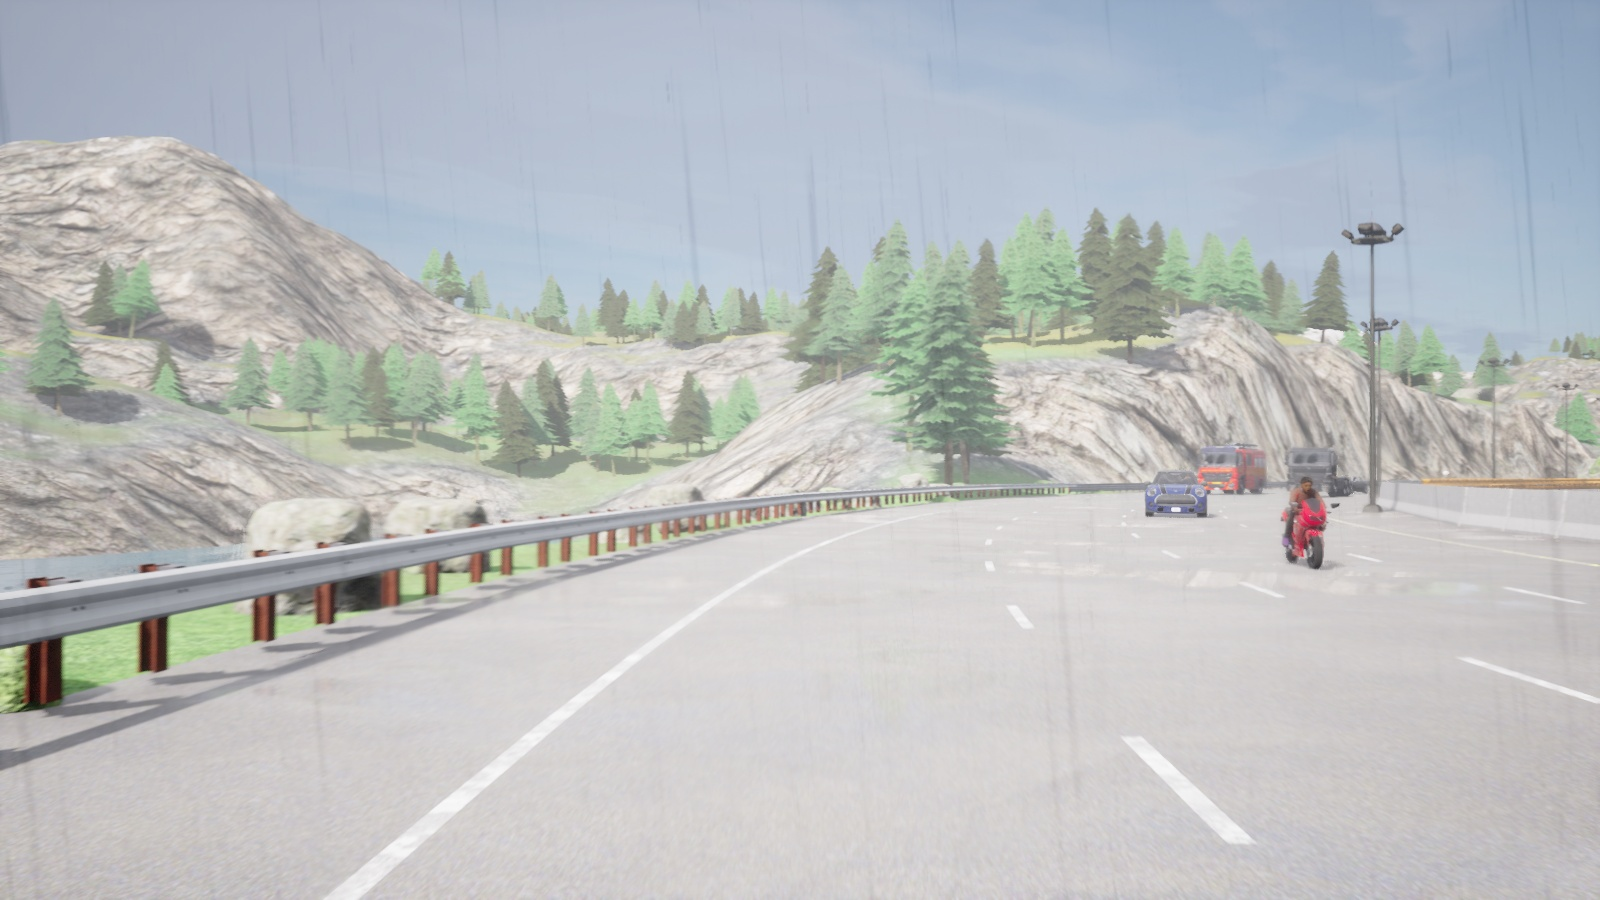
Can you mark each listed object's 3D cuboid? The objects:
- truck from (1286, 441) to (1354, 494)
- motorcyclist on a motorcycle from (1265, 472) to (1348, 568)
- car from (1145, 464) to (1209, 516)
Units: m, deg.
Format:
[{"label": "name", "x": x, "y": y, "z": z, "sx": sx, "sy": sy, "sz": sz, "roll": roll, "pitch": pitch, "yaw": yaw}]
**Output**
[{"label": "truck", "x": 36.229, "y": 1.227, "z": 87.327, "sx": 2.891, "sy": 3.462, "sz": 7.936, "roll": -1, "pitch": -1, "yaw": 33}, {"label": "motorcyclist on a motorcycle", "x": 8.455, "y": 1.133, "z": 21.046, "sx": 0.797, "sy": 1.523, "sz": 2.044, "roll": 1, "pitch": -1, "yaw": 8}, {"label": "car", "x": 13.593, "y": 1.407, "z": 45.400, "sx": 2.097, "sy": 1.767, "sz": 4.553, "roll": 0, "pitch": -1, "yaw": 16}]
